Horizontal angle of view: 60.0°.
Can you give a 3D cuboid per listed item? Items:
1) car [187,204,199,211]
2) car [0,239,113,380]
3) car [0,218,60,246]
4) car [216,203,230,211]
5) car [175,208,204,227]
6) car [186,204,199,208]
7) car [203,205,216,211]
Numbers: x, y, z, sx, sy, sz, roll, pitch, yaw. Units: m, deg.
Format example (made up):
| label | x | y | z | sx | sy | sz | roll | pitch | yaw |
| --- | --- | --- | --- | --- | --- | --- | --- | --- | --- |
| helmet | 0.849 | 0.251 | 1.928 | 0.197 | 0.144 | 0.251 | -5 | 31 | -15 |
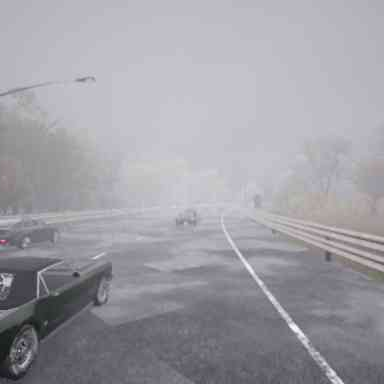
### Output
| label | x | y | z | sx | sy | sz | roll | pitch | yaw |
| --- | --- | --- | --- | --- | --- | --- | --- | --- | --- |
| car | 0.298 | 3.726 | 80.557 | 2.097 | 1.767 | 4.553 | -1 | -2 | 11 |
| car | -2.932 | 1.783 | 5.721 | 1.895 | 1.301 | 4.718 | -1 | -2 | 5 |
| car | -8.798 | 2.125 | 17.576 | 1.837 | 1.490 | 4.892 | -1 | -2 | 6 |
| car | 7.580 | 3.839 | 81.403 | 1.994 | 1.385 | 4.181 | -1 | -2 | 11 |
| car | -0.259 | 2.494 | 31.056 | 1.895 | 1.301 | 4.718 | -1 | -2 | 7 |
| car | -0.205 | 3.163 | 56.724 | 1.837 | 1.490 | 4.892 | -1 | -2 | 9 |
| car | 3.944 | 3.882 | 81.002 | 1.994 | 1.385 | 4.181 | -1 | -2 | 11 |
